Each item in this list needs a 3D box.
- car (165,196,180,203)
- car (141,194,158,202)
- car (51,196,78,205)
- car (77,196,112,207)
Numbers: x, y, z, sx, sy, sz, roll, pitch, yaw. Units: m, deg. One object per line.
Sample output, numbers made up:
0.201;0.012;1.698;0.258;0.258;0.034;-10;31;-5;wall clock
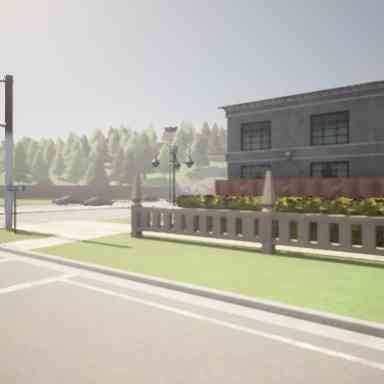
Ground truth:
-2.661;1.344;59.672;1.895;1.301;4.718;0;0;37;car
-8.551;1.187;63.434;2.128;1.511;4.902;0;0;37;car
-18.306;1.241;50.133;2.033;1.411;5.357;0;0;36;car
-12.991;1.306;45.560;1.994;1.385;4.181;0;0;36;car
